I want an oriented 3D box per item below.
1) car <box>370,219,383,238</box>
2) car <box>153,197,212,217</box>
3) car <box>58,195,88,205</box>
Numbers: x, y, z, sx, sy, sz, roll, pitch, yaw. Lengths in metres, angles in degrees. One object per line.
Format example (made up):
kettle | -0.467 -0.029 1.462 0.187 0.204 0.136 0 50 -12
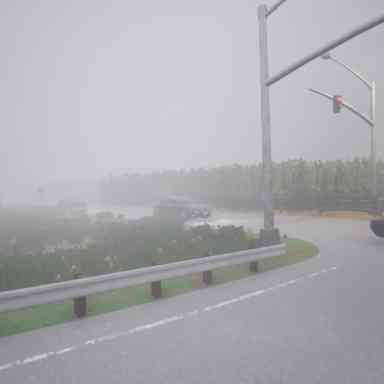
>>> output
car | 8.031 1.190 10.108 1.895 1.301 4.718 -3 2 -19
car | -0.751 1.091 22.382 1.837 1.490 4.892 -3 2 -40
car | -13.380 1.137 37.240 1.882 1.535 5.008 -3 2 -40
